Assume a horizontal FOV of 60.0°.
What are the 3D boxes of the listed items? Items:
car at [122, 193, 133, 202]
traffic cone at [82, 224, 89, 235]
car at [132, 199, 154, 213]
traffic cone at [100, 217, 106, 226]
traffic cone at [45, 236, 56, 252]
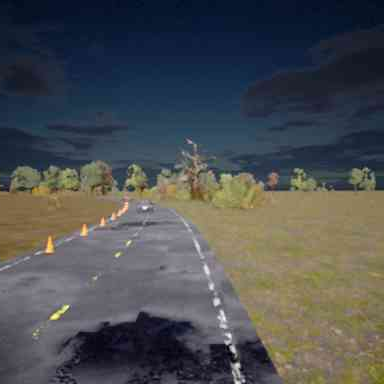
[{"bbox_3d":[-15.885,1.327,81.155,2.150,2.045,5.566,0,0,-17],"label":"car"},{"bbox_3d":[-5.683,1.984,17.601,0.340,0.580,0.340,0,0,-4],"label":"traffic cone"},{"bbox_3d":[-5.357,1.536,37.987,2.128,1.511,4.902,0,0,-8],"label":"car"},{"bbox_3d":[-6.046,1.990,22.540,0.340,0.580,0.340,0,0,-5],"label":"traffic cone"},{"bbox_3d":[-5.406,1.978,12.655,0.340,0.580,0.340,0,0,-3],"label":"traffic cone"}]
